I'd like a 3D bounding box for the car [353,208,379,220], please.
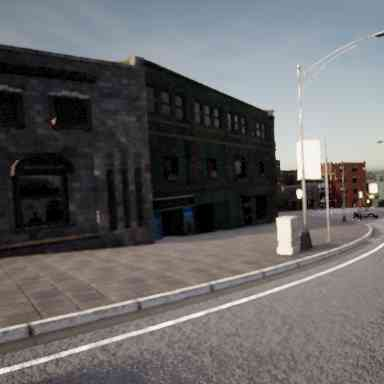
[{"bbox_3d":[21.244,2.642,40.777,1.994,1.385,4.181,-3,-3,9],"label":"car"}]
